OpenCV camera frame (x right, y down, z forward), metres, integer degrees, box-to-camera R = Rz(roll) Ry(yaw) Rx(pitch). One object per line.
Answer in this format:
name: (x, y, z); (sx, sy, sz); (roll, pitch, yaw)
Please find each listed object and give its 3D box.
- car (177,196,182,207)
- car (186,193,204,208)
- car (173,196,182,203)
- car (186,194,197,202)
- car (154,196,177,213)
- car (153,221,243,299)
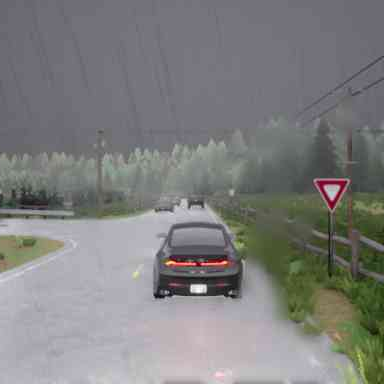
car: (-2.819, 1.488, 52.017); (2.128, 1.511, 4.902); (0, 0, 0)
car: (0.573, 1.217, 47.566); (2.150, 2.045, 5.566); (0, 0, 1)
car: (-3.100, 1.518, 69.253); (1.812, 1.442, 4.674); (0, 0, -2)
car: (-0.158, 1.348, 73.780); (2.097, 1.767, 4.553); (0, 0, -4)
car: (-2.950, 1.501, 36.423); (1.837, 1.490, 4.892); (0, 0, 1)
car: (0.131, 1.504, 8.446); (1.837, 1.490, 4.892); (0, 0, 0)
